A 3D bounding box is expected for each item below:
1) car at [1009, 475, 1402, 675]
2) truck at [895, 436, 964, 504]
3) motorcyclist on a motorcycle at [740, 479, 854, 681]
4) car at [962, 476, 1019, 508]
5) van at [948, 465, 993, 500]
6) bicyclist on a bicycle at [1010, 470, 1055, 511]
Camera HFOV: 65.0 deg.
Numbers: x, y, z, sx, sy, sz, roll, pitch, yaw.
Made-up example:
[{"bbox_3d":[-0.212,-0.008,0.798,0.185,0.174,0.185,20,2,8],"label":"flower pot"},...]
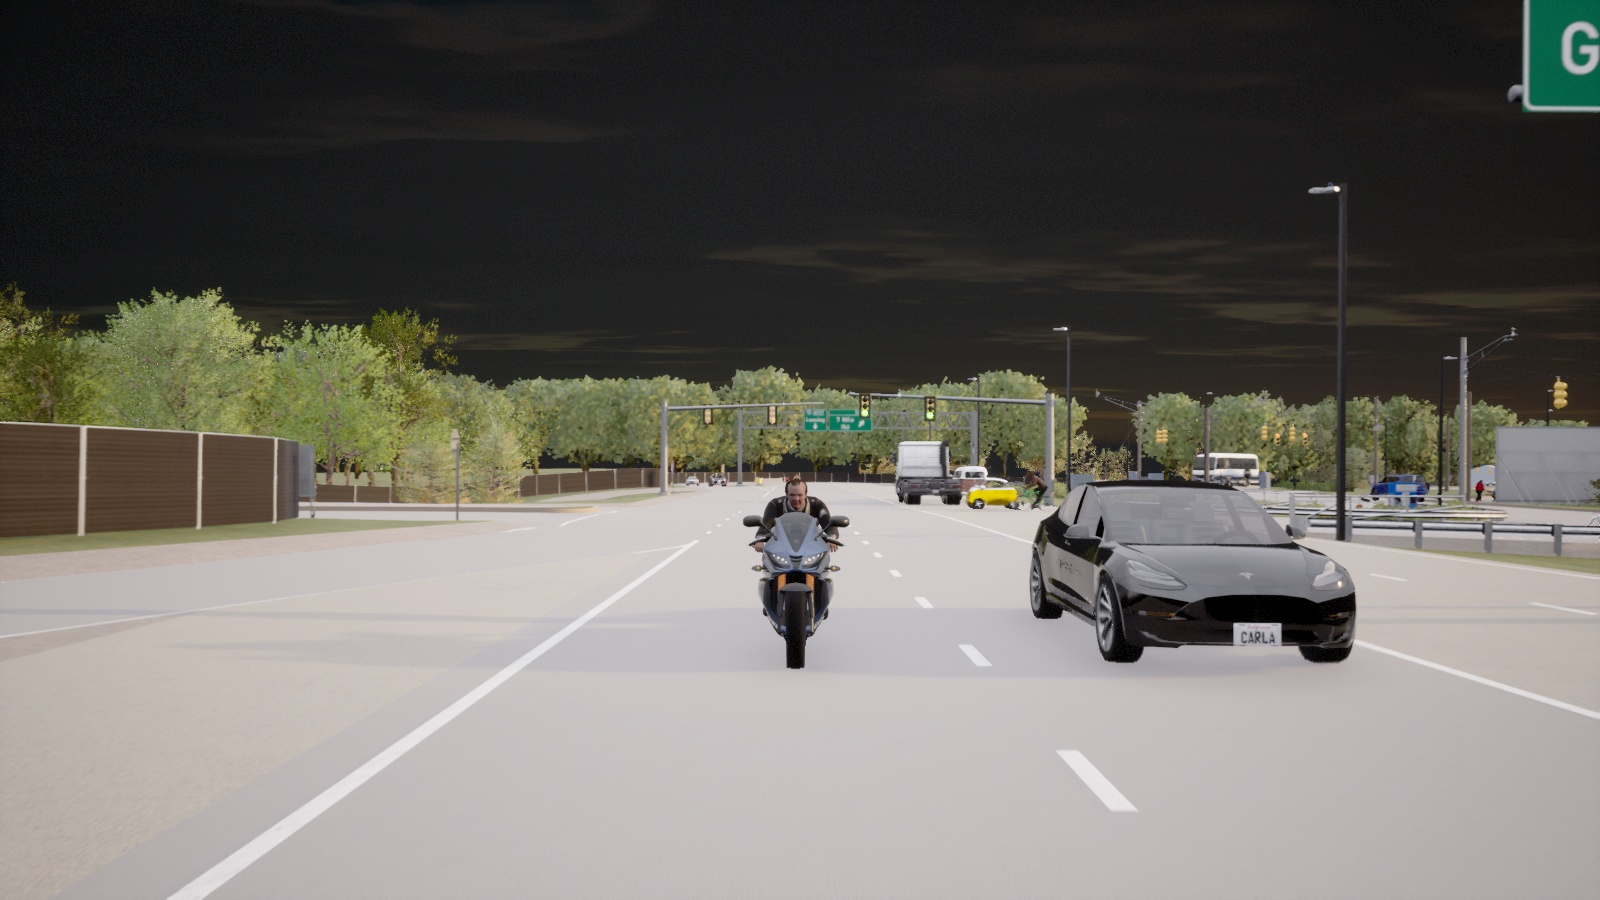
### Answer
[{"bbox_3d":[3.472,0.997,11.926,2.163,1.488,4.792,0,-1,0],"label":"car"},{"bbox_3d":[6.837,1.085,67.382,2.891,3.462,7.936,0,-1,0],"label":"truck"},{"bbox_3d":[-0.026,1.027,10.766,0.866,1.530,2.191,0,-1,0],"label":"motorcyclist on a motorcycle"},{"bbox_3d":[8.208,1.808,54.210,2.207,1.376,1.481,0,-1,-2],"label":"car"},{"bbox_3d":[10.319,1.946,76.220,2.069,2.038,4.480,0,-1,0],"label":"van"},{"bbox_3d":[9.395,1.628,50.730,1.656,1.620,0.582,1,-1,-1],"label":"bicyclist on a bicycle"}]
